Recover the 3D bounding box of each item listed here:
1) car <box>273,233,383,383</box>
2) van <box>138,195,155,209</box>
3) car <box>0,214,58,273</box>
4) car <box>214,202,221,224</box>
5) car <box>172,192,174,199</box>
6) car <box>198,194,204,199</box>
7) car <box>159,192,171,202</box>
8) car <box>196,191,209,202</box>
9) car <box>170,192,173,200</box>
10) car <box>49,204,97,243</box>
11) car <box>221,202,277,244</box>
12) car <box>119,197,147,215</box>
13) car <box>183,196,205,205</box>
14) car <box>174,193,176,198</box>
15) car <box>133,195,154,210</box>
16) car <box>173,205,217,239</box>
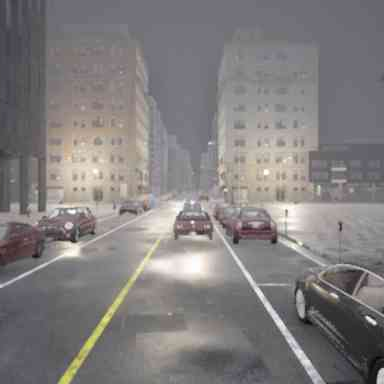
[{"bbox_3d":[2.661,1.543,4.359,2.008,1.369,4.403,0,0,0],"label":"car"},{"bbox_3d":[-5.933,1.248,43.847,1.690,1.788,3.998,0,0,0],"label":"van"},{"bbox_3d":[-5.874,1.566,10.006,1.802,1.307,4.206,0,0,0],"label":"car"},{"bbox_3d":[2.632,1.539,21.277,1.802,1.307,4.206,0,0,0],"label":"car"},{"bbox_3d":[-5.997,1.257,82.003,1.752,1.417,4.829,0,0,0],"label":"car"},{"bbox_3d":[2.508,1.254,93.477,1.802,1.307,4.206,0,0,0],"label":"car"},{"bbox_3d":[-5.978,1.312,70.693,1.752,1.417,4.829,0,0,0],"label":"car"},{"bbox_3d":[2.548,1.099,70.850,2.192,1.841,5.009,0,0,0],"label":"car"},{"bbox_3d":[-5.988,1.325,76.519,1.947,1.339,4.313,0,0,0],"label":"car"},{"bbox_3d":[-5.884,1.412,15.647,1.967,1.590,4.097,0,0,0],"label":"car"},{"bbox_3d":[2.642,1.410,15.637,1.967,1.590,4.097,0,0,0],"label":"car"},{"bbox_3d":[-5.913,1.500,32.566,1.947,1.339,4.313,0,0,0],"label":"car"},{"bbox_3d":[0.034,1.473,35.472,2.033,1.411,5.357,0,0,0],"label":"car"},{"bbox_3d":[-6.007,1.229,87.658,1.752,1.417,4.829,0,0,0],"label":"car"},{"bbox_3d":[-5.923,1.236,38.206,2.192,1.841,5.009,0,0,0],"label":"car"},{"bbox_3d":[0.065,1.568,17.084,1.895,1.301,4.718,0,0,0],"label":"car"}]
